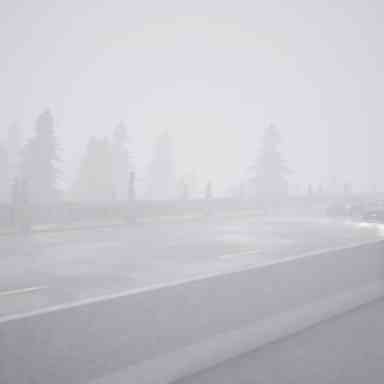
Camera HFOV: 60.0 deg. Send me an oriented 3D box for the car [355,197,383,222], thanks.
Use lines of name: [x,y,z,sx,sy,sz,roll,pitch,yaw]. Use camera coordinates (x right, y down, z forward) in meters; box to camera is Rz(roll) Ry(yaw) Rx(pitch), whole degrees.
car: [12.905,1.236,21.798,4.181,1.385,1.994,-1,1,-35]

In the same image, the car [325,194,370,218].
car: [12.330,0.999,25.684,4.553,1.767,2.097,-1,1,-35]
